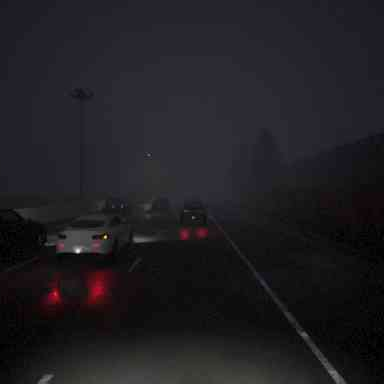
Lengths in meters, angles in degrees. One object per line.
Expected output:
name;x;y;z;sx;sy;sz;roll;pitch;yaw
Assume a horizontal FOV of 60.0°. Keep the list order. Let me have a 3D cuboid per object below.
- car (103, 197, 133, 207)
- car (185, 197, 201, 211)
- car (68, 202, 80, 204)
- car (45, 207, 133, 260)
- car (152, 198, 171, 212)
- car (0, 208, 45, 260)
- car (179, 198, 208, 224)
car;-6.897;1.293;31.264;2.097;1.767;4.553;0;0;0
car;0.103;1.448;41.384;1.812;1.442;4.674;0;0;0
car;-17.497;1.429;49.031;1.837;1.490;4.892;0;0;0
car;-3.398;1.503;12.226;1.812;1.442;4.674;0;0;0
car;-3.397;1.407;37.471;1.882;1.535;5.008;0;0;0
car;-6.898;1.331;11.540;2.097;1.767;4.553;0;0;0
car;0.097;1.447;23.874;2.128;1.511;4.902;0;0;0
